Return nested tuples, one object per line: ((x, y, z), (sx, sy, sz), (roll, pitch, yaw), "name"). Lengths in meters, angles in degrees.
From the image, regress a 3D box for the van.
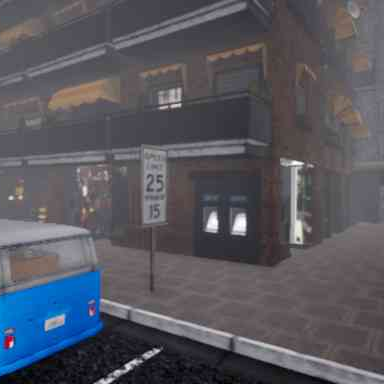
((-3.169, 1.315, 5.013), (3.998, 1.788, 1.690), (0, 1, 34), "van")
